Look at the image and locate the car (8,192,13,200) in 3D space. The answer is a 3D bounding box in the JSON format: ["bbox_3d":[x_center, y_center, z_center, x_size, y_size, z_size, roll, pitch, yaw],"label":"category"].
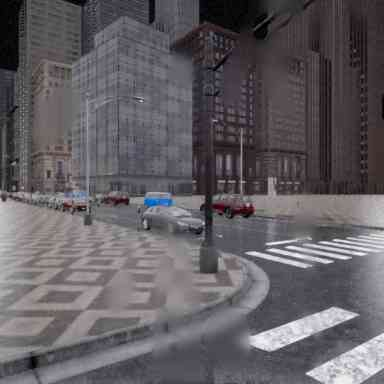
[{"bbox_3d":[-29.613,0.747,56.945,1.887,1.381,4.507,1,0,-36],"label":"car"}]

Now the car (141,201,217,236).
[{"bbox_3d":[-1.065,1.367,16.959,2.008,1.369,4.403,1,0,-36],"label":"car"}]

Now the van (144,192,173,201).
[{"bbox_3d":[-3.633,0.930,35.232,1.690,1.788,3.998,1,0,-36],"label":"van"}]

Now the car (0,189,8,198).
[{"bbox_3d":[-39.130,0.611,70.273,1.947,1.339,4.313,1,0,-36],"label":"car"}]

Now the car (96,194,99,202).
[{"bbox_3d":[-13.154,0.934,48.564,2.008,1.369,4.403,1,0,-36],"label":"car"}]

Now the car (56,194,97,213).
[{"bbox_3d":[-10.580,1.139,30.287,1.887,1.381,4.507,1,0,-36],"label":"car"}]

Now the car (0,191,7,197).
[{"bbox_3d":[-45.374,0.482,79.020,1.752,1.417,4.829,1,0,-36],"label":"car"}]

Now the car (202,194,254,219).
[{"bbox_3d":[2.712,1.050,26.345,2.192,1.841,5.009,1,0,-36],"label":"car"}]

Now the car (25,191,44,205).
[{"bbox_3d":[-20.097,0.939,43.616,2.008,1.369,4.403,1,0,-36],"label":"car"}]

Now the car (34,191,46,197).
[{"bbox_3d":[-38.534,0.495,84.109,1.887,1.381,4.507,0,0,-36],"label":"car"}]

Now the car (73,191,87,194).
[{"bbox_3d":[-16.199,0.967,48.388,1.895,1.301,4.718,0,1,-36],"label":"car"}]

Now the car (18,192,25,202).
[{"bbox_3d":[-23.269,0.874,48.059,2.008,1.369,4.403,1,0,-36],"label":"car"}]

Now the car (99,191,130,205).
[{"bbox_3d":[-9.978,0.766,44.119,2.192,1.841,5.009,1,0,-36],"label":"car"}]

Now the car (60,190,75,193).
[{"bbox_3d":[-21.923,0.778,56.405,1.812,1.442,4.674,0,1,-35],"label":"car"}]

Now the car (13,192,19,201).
[{"bbox_3d":[-26.440,0.702,52.502,1.967,1.590,4.097,1,0,-36],"label":"car"}]

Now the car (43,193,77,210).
[{"bbox_3d":[-13.752,1.074,34.729,2.008,1.369,4.403,1,0,-36],"label":"car"}]
